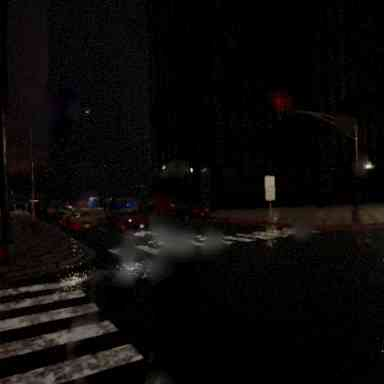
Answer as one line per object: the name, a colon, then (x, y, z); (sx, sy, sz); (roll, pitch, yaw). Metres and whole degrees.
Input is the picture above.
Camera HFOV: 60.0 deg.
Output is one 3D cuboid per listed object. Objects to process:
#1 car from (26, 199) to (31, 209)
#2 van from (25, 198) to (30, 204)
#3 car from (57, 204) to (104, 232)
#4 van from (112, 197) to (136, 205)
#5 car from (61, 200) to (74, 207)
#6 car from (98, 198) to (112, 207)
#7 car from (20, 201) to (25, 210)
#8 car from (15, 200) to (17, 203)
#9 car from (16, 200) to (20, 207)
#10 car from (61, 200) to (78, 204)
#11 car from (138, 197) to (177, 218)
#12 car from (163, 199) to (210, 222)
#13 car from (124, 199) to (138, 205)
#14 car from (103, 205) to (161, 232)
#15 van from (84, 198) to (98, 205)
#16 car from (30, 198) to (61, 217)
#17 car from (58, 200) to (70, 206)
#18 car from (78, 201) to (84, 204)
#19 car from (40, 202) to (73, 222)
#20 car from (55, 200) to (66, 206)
car: (-22.345, 2.206, 48.008); (1.967, 1.590, 4.097); (-3, 1, -30)
van: (-24.788, 2.188, 52.241); (1.690, 1.788, 3.998); (-3, 1, -30)
car: (-7.627, 1.800, 22.459); (1.752, 1.417, 4.829); (-3, 0, -30)
van: (-7.932, 1.610, 40.086); (1.690, 1.788, 3.998); (-3, 1, -30)
car: (-28.164, 2.500, 75.198); (1.947, 1.339, 4.313); (-3, 1, -30)
car: (-10.466, 1.669, 44.497); (2.192, 1.841, 5.009); (-3, 1, -30)
car: (-29.748, 2.450, 60.864); (1.967, 1.590, 4.097); (-3, 1, -30)
car: (-40.476, 2.934, 79.504); (1.802, 1.307, 4.206); (-3, 1, -30)
car: (-37.795, 2.813, 74.844); (1.887, 1.381, 4.507); (-3, 1, -30)
car: (-17.298, 2.141, 44.680); (2.033, 1.411, 5.357); (-2, 0, -30)
car: (-2.866, 1.414, 31.264); (2.192, 1.841, 5.009); (-3, 1, -30)
car: (-0.322, 1.559, 26.854); (1.887, 1.381, 4.507); (-3, 1, -30)
car: (-5.387, 1.766, 35.677); (1.802, 1.307, 4.206); (-3, 1, -30)
car: (-4.051, 1.751, 21.610); (1.895, 1.301, 4.718); (-2, 0, -30)
van: (-15.532, 1.863, 53.319); (1.690, 1.788, 3.998); (-3, 1, -30)
car: (-17.475, 1.920, 39.540); (2.192, 1.841, 5.009); (-3, 1, -30)
car: (-30.761, 2.582, 79.707); (1.947, 1.339, 4.313); (-3, 1, -30)
car: (-20.375, 2.263, 61.675); (1.802, 1.307, 4.206); (-3, 1, -30)
car: (-12.587, 1.992, 31.074); (2.008, 1.369, 4.403); (-3, 0, -30)
car: (-33.357, 2.648, 84.214); (2.008, 1.369, 4.403); (-3, 1, -30)
